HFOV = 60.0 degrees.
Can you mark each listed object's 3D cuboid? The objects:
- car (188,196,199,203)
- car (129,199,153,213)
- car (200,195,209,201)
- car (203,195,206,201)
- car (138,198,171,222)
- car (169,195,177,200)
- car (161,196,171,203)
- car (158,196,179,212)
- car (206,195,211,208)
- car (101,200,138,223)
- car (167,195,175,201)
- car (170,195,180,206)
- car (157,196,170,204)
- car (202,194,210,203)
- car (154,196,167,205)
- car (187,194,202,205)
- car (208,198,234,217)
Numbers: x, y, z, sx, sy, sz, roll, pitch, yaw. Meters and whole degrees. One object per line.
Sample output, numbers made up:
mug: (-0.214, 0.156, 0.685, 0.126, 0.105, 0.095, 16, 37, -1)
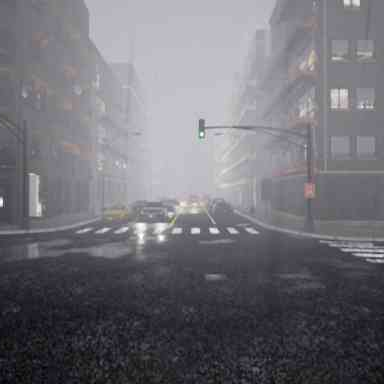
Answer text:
car: (0.277, 1.487, 67.162, 2.033, 1.411, 5.357, 0, 0, 0)
car: (-5.533, 1.509, 36.456, 1.887, 1.381, 4.507, 1, 0, 0)
car: (3.030, 1.496, 80.594, 1.947, 1.339, 4.313, 1, 0, 0)
car: (2.893, 1.537, 47.454, 1.802, 1.307, 4.206, 1, 0, 0)
car: (-2.982, 1.499, 26.570, 1.812, 1.442, 4.674, 0, 0, 0)
car: (-5.305, 1.474, 91.690, 2.008, 1.369, 4.403, 1, 0, 0)
car: (-5.396, 1.482, 69.597, 1.887, 1.381, 4.507, 1, 0, 0)
car: (-2.935, 1.510, 38.348, 2.033, 1.411, 5.357, 0, 0, 0)
car: (2.849, 1.405, 36.407, 1.967, 1.590, 4.097, 1, 0, 0)
car: (-5.579, 1.500, 25.239, 1.752, 1.417, 4.829, 1, 0, 0)
car: (-5.328, 1.452, 85.996, 1.752, 1.417, 4.829, 1, 0, 0)
car: (-2.873, 1.516, 49.879, 1.994, 1.385, 4.181, 0, 0, 0)
car: (-5.419, 1.492, 64.073, 2.008, 1.369, 4.403, 1, 0, 0)
car: (2.987, 1.253, 69.548, 2.192, 1.841, 5.009, 1, 0, 0)
car: (-5.442, 1.471, 58.380, 1.752, 1.417, 4.829, 1, 0, 0)
car: (0.236, 1.299, 57.125, 2.097, 1.767, 4.553, 0, 0, 0)
car: (2.825, 1.514, 30.884, 1.887, 1.381, 4.507, 1, 0, 0)
